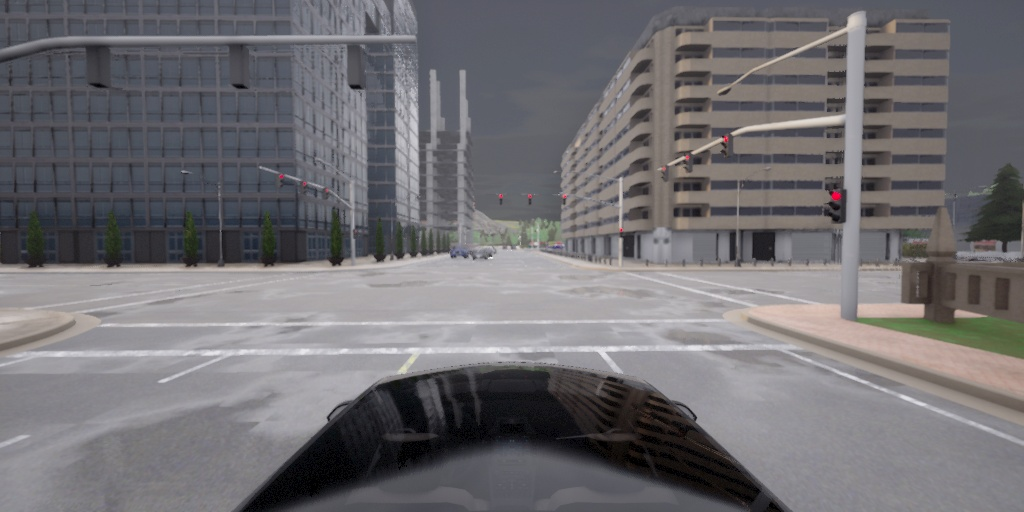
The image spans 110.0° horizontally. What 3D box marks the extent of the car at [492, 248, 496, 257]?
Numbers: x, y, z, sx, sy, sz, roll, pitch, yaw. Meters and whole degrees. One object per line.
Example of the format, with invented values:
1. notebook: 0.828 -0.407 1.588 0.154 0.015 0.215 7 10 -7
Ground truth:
1. car: -4.203 -0.593 60.415 1.837 1.490 4.892 0 3 -1

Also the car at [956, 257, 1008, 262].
1. car: 27.888 0.699 21.783 4.718 1.301 1.895 0 2 -1

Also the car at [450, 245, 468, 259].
1. car: -7.669 -0.622 52.729 2.150 2.045 5.566 0 2 0

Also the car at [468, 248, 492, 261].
1. car: -4.126 -0.169 46.638 2.128 1.511 4.902 0 2 -1
